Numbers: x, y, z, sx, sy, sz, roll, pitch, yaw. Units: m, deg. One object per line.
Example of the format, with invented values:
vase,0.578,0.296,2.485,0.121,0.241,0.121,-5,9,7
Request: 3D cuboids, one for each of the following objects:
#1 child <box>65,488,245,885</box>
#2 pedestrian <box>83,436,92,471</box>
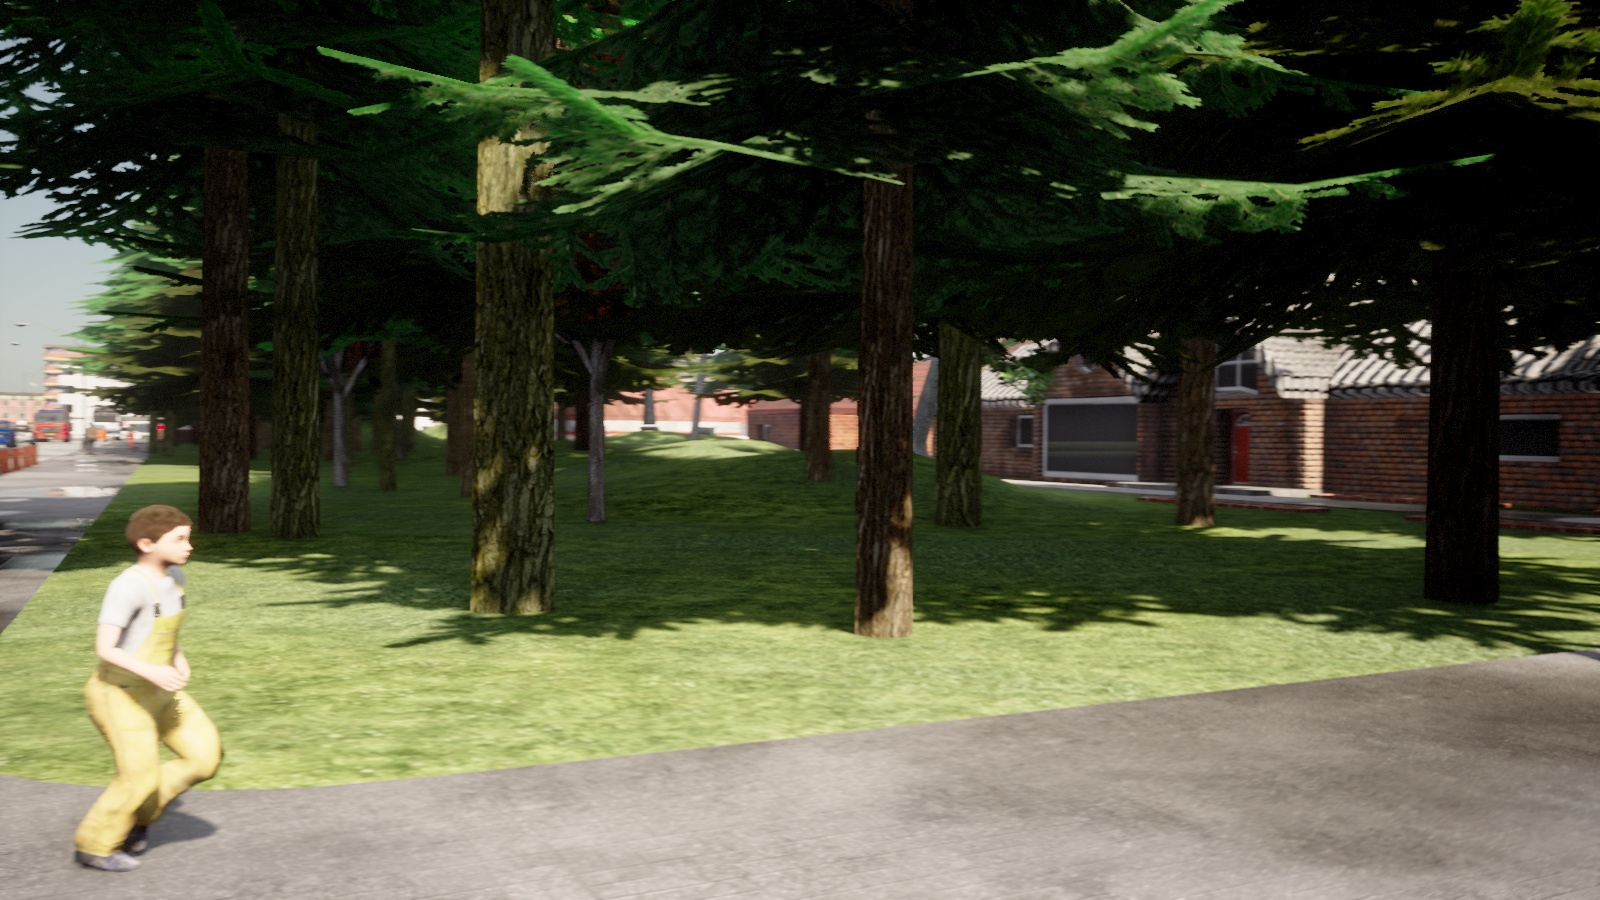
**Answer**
child,-2.131,0.766,4.167,0.437,1.263,0.270,-1,1,2
pedestrian,-37.671,0.180,66.372,0.328,1.805,0.869,-1,1,-27
